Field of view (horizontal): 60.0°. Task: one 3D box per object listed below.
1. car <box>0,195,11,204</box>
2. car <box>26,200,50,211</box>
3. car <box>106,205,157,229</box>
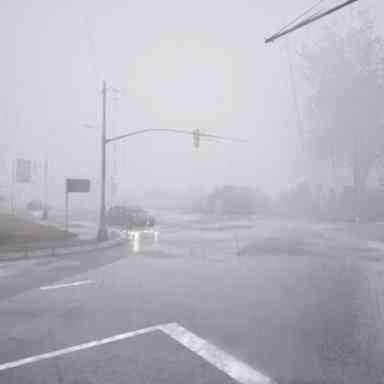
[{"bbox_3d":[-34.624,1.359,60.976,2.097,1.767,4.553,1,-1,-38],"label":"car"},{"bbox_3d":[-19.298,1.673,41.720,1.994,1.385,4.181,1,0,-39],"label":"car"},{"bbox_3d":[-4.293,1.679,23.031,1.837,1.490,4.892,1,0,-39],"label":"car"}]
